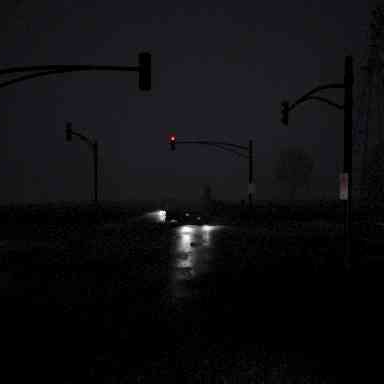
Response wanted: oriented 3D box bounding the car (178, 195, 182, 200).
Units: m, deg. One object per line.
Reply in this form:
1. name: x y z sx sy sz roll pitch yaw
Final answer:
1. car: -3.084 1.597 56.286 1.895 1.301 4.718 0 0 0

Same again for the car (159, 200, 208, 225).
1. car: -0.537 1.495 23.823 1.812 1.442 4.674 -1 -1 -25

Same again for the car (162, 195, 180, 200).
1. car: -3.006 1.487 41.798 2.128 1.511 4.902 0 0 0

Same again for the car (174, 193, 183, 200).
1. car: -3.086 1.214 71.522 2.150 2.045 5.566 0 0 0
